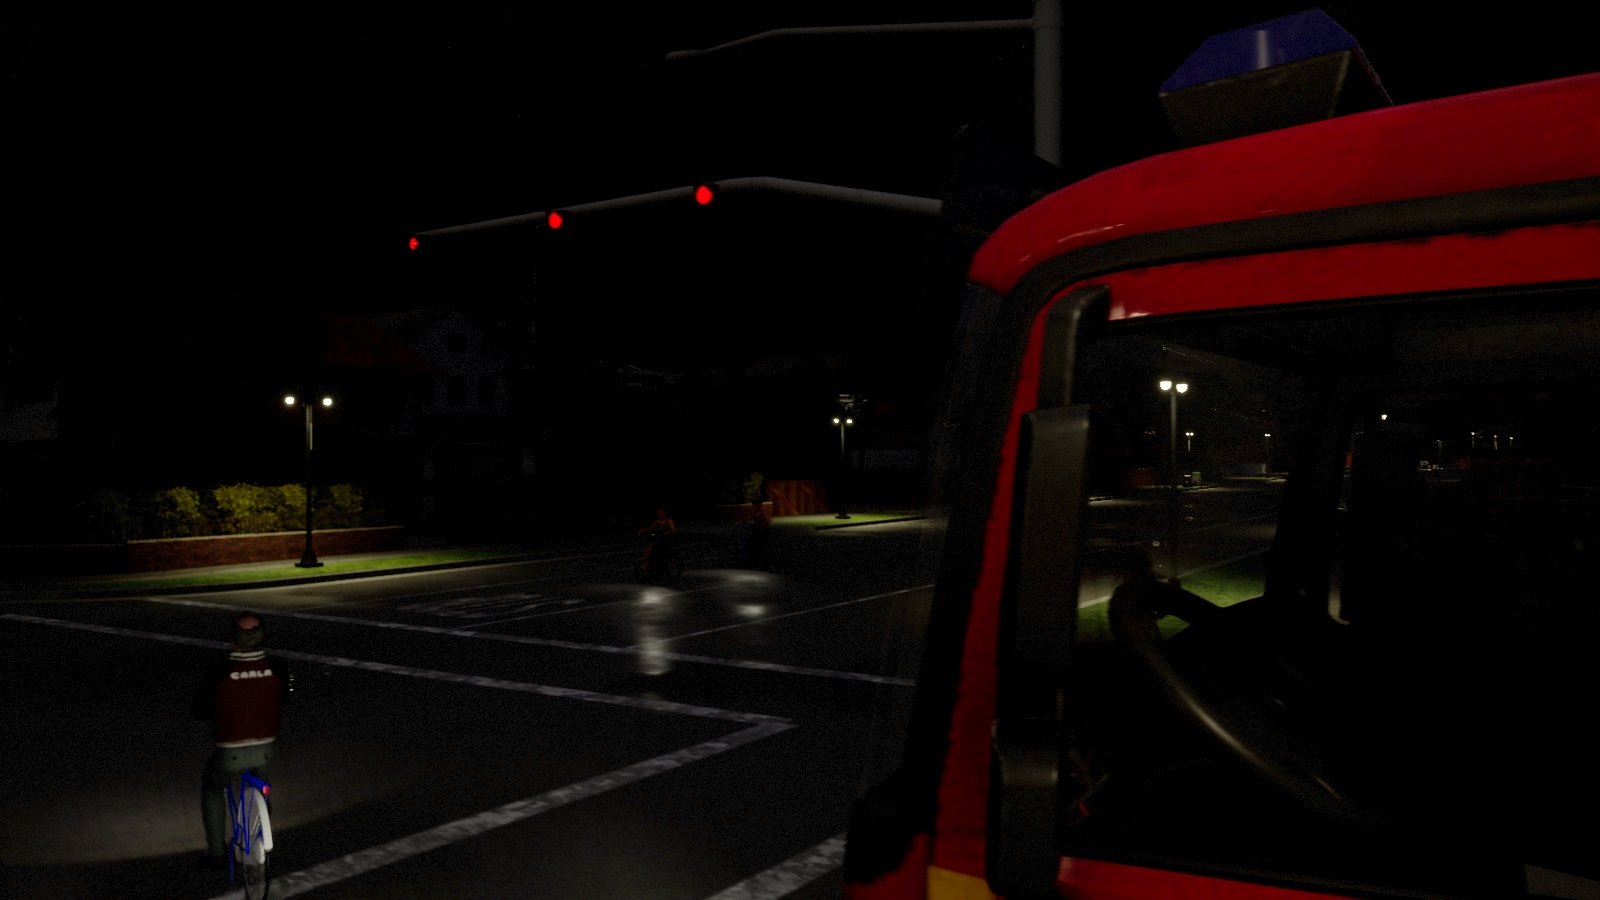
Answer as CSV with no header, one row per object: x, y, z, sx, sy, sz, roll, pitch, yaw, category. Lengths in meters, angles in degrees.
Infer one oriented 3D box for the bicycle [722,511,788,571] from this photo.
-1.076,2.148,27.370,0.859,1.301,1.487,0,0,34,bicycle

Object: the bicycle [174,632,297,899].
-3.666,2.049,7.355,0.329,1.496,1.835,1,-1,-38,bicycle

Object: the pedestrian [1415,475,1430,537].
18.900,1.703,34.675,0.375,1.860,0.375,0,0,24,pedestrian

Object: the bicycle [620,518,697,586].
-3.011,2.148,24.398,0.859,1.301,1.487,0,0,35,bicycle
